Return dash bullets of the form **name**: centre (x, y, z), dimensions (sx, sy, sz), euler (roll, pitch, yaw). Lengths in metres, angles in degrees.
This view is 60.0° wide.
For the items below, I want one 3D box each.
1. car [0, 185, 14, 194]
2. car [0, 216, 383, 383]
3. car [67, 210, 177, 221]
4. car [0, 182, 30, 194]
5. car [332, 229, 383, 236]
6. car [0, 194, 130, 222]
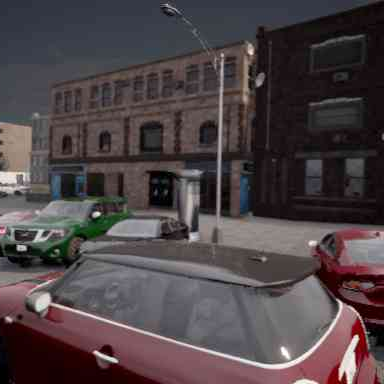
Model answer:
- **car**: centre (-27.627, 0.150, 45.647), dimensions (4.674, 1.452, 2.002), euler (1, 6, 6)
- **car**: centre (-0.545, 1.348, 3.713), dimensions (4.553, 1.767, 2.097), euler (0, 0, 35)
- **car**: centre (-1.472, 1.471, 10.091), dimensions (2.097, 1.535, 5.008), euler (1, -1, 14)
- **car**: centre (-26.267, -0.430, 48.312), dimensions (5.566, 2.045, 2.435), euler (1, 6, 6)
- **car**: centre (3.470, 1.477, 6.622), dimensions (2.097, 1.535, 5.008), euler (0, -1, 15)
- **car**: centre (-3.969, 1.215, 11.769), dimensions (2.435, 2.045, 5.566), euler (1, -1, 14)
